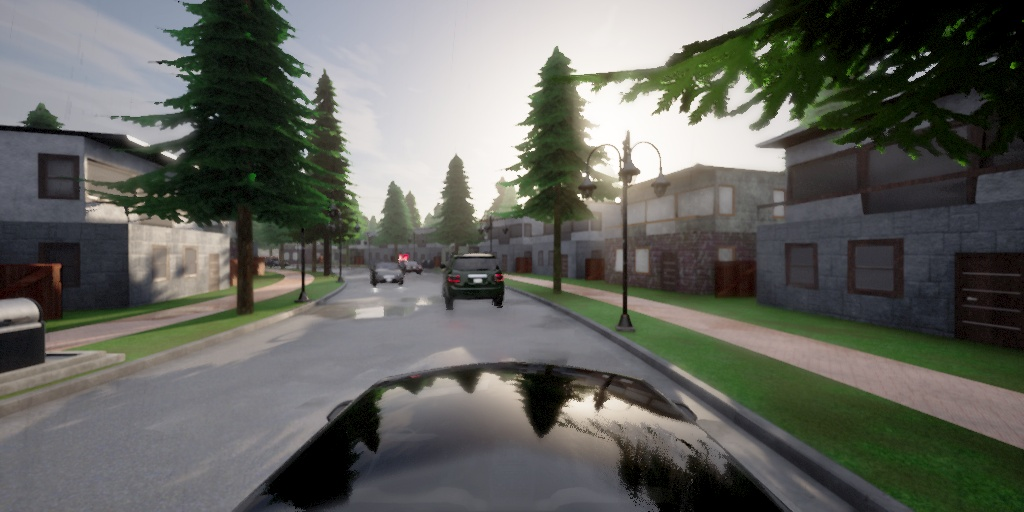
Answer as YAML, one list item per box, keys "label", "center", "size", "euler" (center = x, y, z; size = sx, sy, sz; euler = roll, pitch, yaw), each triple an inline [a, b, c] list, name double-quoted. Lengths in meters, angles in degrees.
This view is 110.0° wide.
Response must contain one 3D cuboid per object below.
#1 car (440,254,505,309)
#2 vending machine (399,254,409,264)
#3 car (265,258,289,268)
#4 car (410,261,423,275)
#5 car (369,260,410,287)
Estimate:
- label: "car"
  center: [-1.764, 0.918, 14.985]
  size: [2.150, 2.045, 5.566]
  euler: [0, 0, -12]
- label: "vending machine"
  center: [-14.125, 0.754, 46.900]
  size: [1.100, 2.100, 0.880]
  euler: [0, 0, -43]
- label: "car"
  center: [-35.472, 1.030, 53.554]
  size: [4.892, 1.490, 1.837]
  euler: [0, 0, 28]
- label: "car"
  center: [-10.663, 1.152, 36.096]
  size: [2.033, 1.411, 5.357]
  euler: [0, 0, -34]
- label: "car"
  center: [-8.299, 1.148, 23.681]
  size: [2.128, 1.511, 4.902]
  euler: [0, 0, -23]
